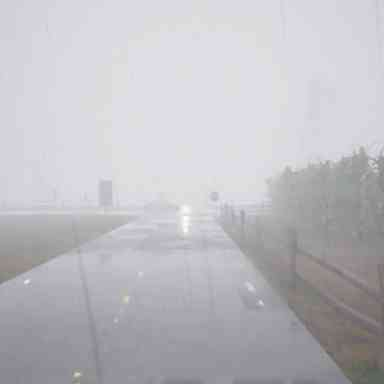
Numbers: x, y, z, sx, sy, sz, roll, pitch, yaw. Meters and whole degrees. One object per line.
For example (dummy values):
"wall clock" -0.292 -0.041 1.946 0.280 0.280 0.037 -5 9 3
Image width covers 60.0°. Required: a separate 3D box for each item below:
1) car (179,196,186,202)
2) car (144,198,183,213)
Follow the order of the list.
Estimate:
"car" -2.760 1.948 90.203 2.097 1.767 4.553 0 -2 0
"car" -3.446 1.670 38.326 4.181 1.385 1.994 0 0 0
